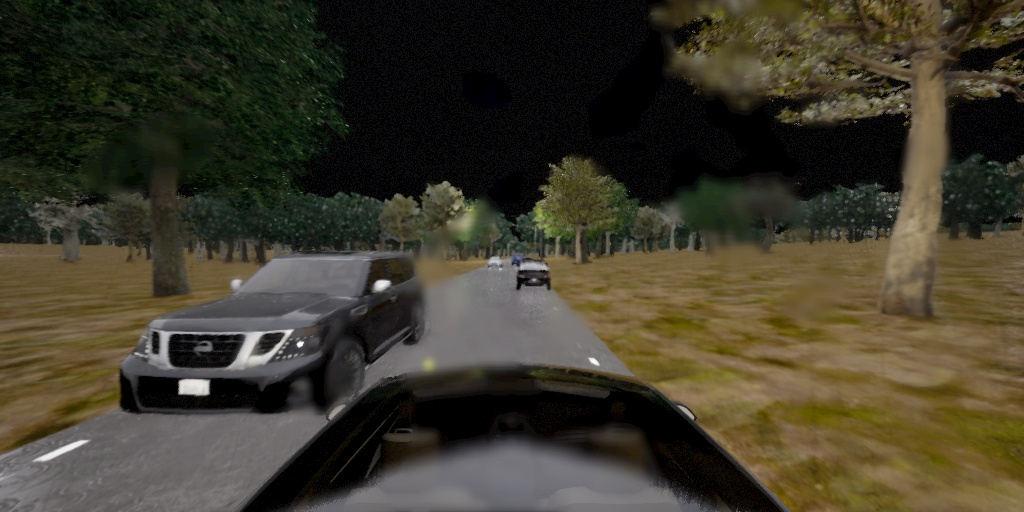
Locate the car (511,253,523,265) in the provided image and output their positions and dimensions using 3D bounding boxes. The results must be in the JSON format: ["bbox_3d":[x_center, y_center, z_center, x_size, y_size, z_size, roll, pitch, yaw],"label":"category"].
[{"bbox_3d":[1.025,0.446,59.355,2.150,2.045,5.566,0,0,2],"label":"car"}]

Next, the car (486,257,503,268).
[{"bbox_3d":[-2.245,0.827,48.402,1.812,1.442,4.674,0,1,2],"label":"car"}]

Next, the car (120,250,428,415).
[{"bbox_3d":[-3.055,0.912,6.245,2.150,2.045,5.566,0,0,1],"label":"car"}]

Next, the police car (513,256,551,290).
[{"bbox_3d":[1.184,0.994,20.946,1.930,1.638,5.238,0,1,1],"label":"police car"}]
